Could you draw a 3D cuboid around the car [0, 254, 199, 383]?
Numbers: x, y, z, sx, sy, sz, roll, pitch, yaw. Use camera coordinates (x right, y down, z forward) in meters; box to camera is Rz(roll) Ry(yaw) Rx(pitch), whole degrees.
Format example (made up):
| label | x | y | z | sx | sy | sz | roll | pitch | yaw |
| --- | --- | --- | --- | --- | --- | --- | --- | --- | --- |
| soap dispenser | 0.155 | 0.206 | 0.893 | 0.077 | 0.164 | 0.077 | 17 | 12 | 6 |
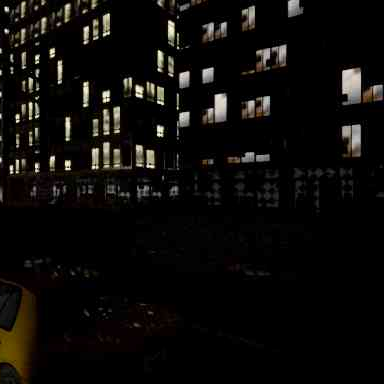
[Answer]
| label | x | y | z | sx | sy | sz | roll | pitch | yaw |
| --- | --- | --- | --- | --- | --- | --- | --- | --- | --- |
| car | -2.208 | 1.525 | 4.445 | 4.829 | 1.417 | 1.752 | 0 | 0 | 36 |
